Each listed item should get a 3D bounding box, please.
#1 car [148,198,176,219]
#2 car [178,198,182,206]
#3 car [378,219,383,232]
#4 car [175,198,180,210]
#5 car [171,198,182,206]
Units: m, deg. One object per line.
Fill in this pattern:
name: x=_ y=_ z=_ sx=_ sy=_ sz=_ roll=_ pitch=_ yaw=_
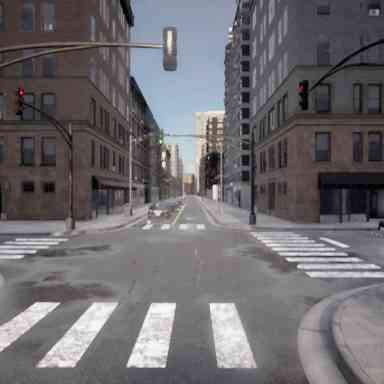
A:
car: x=-2.834 y=1.580 z=29.962 sx=2.128 sy=1.511 sz=4.902 roll=0 pitch=0 yaw=0
car: x=-2.807 y=1.686 z=49.032 sx=1.812 sy=1.442 sz=4.674 roll=0 pitch=0 yaw=0
car: x=12.380 y=1.611 z=17.834 sx=4.313 sy=1.339 sz=1.947 roll=0 pitch=0 yaw=0
car: x=-2.821 y=1.722 z=39.155 sx=1.895 sy=1.301 sz=4.718 roll=0 pitch=0 yaw=0
car: x=-2.753 y=1.732 z=59.303 sx=1.812 sy=1.442 sz=4.674 roll=0 pitch=0 yaw=0
